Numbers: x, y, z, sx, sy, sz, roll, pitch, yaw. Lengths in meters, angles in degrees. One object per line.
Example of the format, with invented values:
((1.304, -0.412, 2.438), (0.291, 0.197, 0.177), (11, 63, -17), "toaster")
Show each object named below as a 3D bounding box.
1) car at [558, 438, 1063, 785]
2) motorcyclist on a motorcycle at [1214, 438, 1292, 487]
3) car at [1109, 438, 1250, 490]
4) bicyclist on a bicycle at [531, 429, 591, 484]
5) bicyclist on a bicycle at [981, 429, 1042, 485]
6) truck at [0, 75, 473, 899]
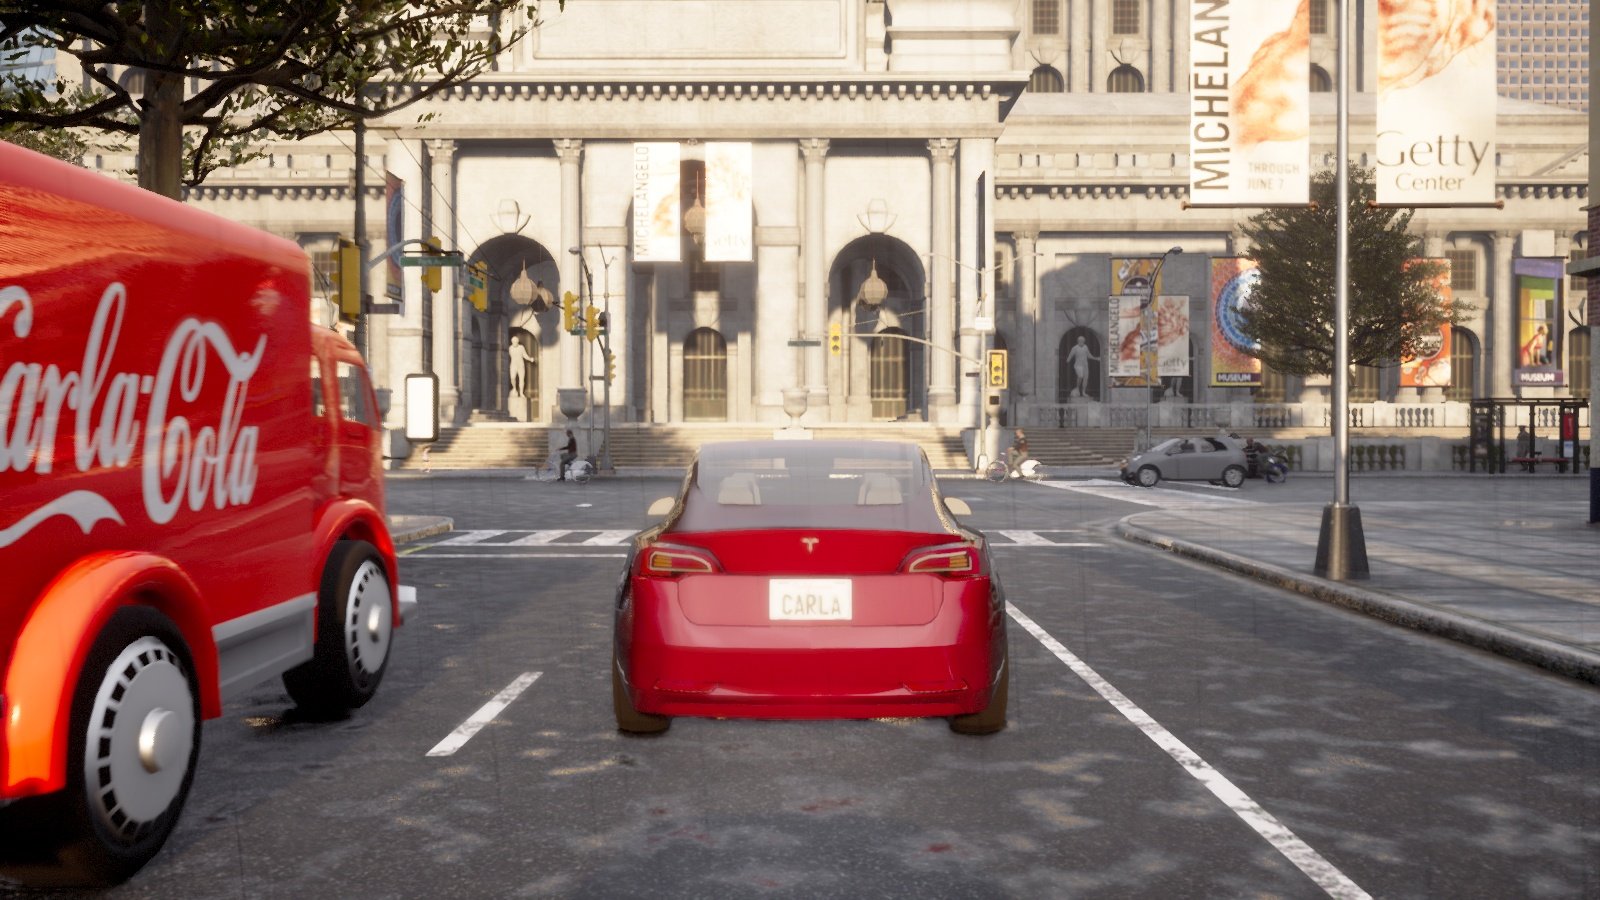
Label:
((0.058, 0.670, 7.781), (2.163, 1.488, 4.792), (0, 1, 0), "car")
((14.713, 0.394, 40.842), (2.191, 1.530, 0.866), (1, 1, 1), "motorcyclist on a motorcycle")
((11.252, 0.404, 37.374), (3.633, 1.501, 1.845), (0, 1, 1), "car")
((-7.807, 0.210, 41.055), (1.843, 1.776, 0.659), (0, 1, 1), "bicyclist on a bicycle")
((6.882, 0.223, 40.915), (1.843, 1.776, 0.659), (0, 1, 1), "bicyclist on a bicycle")
((-3.454, 0.202, 5.556), (2.627, 2.467, 5.204), (0, 1, 0), "truck")
